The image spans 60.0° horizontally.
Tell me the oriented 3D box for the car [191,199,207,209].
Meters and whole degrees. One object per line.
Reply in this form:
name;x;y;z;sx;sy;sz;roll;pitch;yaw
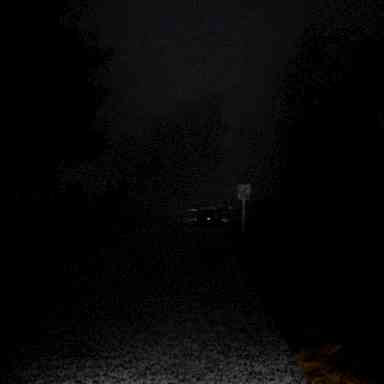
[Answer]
car;1.180;1.577;45.186;1.895;1.301;4.718;1;1;10

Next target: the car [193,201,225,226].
car;1.341;1.634;24.725;1.812;1.442;4.674;0;0;5

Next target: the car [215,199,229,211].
car;3.728;1.594;42.857;2.033;1.411;5.357;1;1;10
